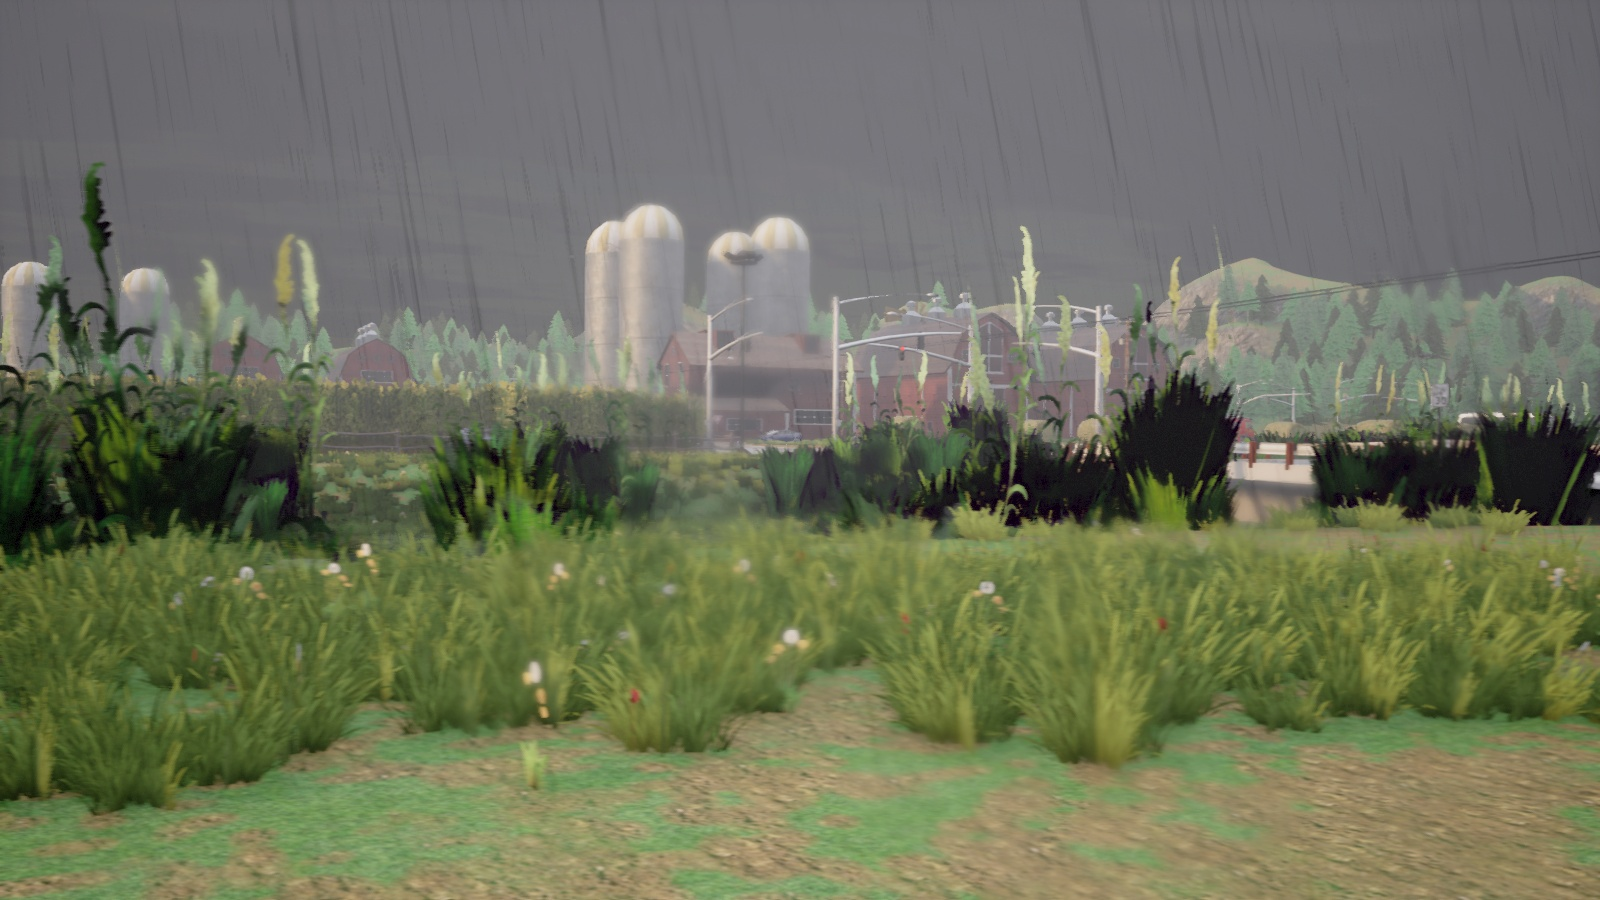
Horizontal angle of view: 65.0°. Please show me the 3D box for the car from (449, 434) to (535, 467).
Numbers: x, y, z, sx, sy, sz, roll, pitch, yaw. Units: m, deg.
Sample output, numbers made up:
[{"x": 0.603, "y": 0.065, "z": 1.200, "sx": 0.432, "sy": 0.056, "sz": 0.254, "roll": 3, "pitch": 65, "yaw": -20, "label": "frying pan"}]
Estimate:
[{"x": -14.574, "y": 0.002, "z": 59.452, "sx": 3.633, "sy": 1.501, "sz": 1.845, "roll": -1, "pitch": 1, "yaw": -26, "label": "car"}]
